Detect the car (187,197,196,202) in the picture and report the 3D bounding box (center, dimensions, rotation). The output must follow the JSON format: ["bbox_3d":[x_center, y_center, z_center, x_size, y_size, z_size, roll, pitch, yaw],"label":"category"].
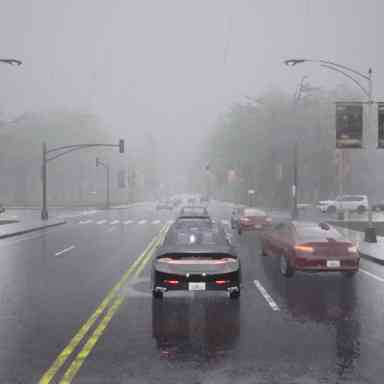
[{"bbox_3d":[-0.111,1.893,82.487,1.882,1.535,5.008,0,-1,0],"label":"car"}]

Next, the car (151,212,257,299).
[{"bbox_3d":[0.088,1.496,8.444,2.128,1.511,4.902,0,0,0],"label":"car"}]

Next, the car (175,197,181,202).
[{"bbox_3d":[-3.414,1.666,55.110,2.128,1.511,4.902,0,0,0],"label":"car"}]

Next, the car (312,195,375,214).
[{"bbox_3d":[17.056,1.399,37.541,5.566,2.045,2.150,0,0,-1],"label":"car"}]

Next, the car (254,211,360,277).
[{"bbox_3d":[3.332,1.533,10.162,1.812,1.442,4.674,0,0,0],"label":"car"}]

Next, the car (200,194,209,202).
[{"bbox_3d":[3.138,1.642,82.558,2.150,2.045,5.566,0,-1,0],"label":"car"}]

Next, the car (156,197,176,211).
[{"bbox_3d":[-3.400,1.687,41.669,1.895,1.301,4.718,0,0,0],"label":"car"}]

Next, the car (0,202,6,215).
[{"bbox_3d":[-20.182,1.224,30.508,5.566,2.045,2.150,0,0,-1],"label":"car"}]

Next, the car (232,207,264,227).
[{"bbox_3d":[3.335,1.555,18.970,1.812,1.442,4.674,0,0,1],"label":"car"}]

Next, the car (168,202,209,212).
[{"bbox_3d":[0.077,1.517,17.851,2.128,1.511,4.902,0,0,0],"label":"car"}]

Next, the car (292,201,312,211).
[{"bbox_3d":[14.811,1.772,40.764,4.718,1.301,1.895,0,0,0],"label":"car"}]

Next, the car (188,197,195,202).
[{"bbox_3d":[-0.127,1.965,92.940,1.994,1.385,4.181,0,-1,0],"label":"car"}]

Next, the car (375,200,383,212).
[{"bbox_3d":[23.943,1.695,40.849,5.008,1.535,1.882,0,0,0],"label":"car"}]

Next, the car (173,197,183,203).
[{"bbox_3d":[-3.358,1.928,79.655,2.033,1.411,5.357,0,-1,0],"label":"car"}]
